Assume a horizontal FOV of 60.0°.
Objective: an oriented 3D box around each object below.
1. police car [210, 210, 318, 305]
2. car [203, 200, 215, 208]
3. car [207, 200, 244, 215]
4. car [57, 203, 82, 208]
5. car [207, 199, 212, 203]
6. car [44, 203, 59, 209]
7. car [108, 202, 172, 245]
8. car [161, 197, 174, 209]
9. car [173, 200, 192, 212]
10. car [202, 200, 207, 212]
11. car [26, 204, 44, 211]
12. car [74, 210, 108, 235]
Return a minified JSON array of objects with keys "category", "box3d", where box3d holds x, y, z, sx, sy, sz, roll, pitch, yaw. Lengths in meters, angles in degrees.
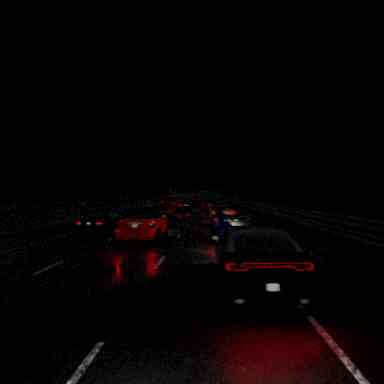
[{"category":"police car","box3d":[1.547,1.491,8.425,1.930,1.638,5.238,-1,-1,3]},{"category":"car","box3d":[3.125,2.152,61.283,2.033,1.411,5.357,-1,-1,3]},{"category":"car","box3d":[2.035,1.517,18.274,2.097,1.767,4.553,-1,-1,3]},{"category":"car","box3d":[-15.370,2.329,43.456,1.895,1.301,4.718,-1,-1,3]},{"category":"car","box3d":[2.333,1.577,24.267,2.097,1.767,4.553,-1,-1,3]},{"category":"car","box3d":[-18.667,2.330,47.469,1.837,1.490,4.892,-1,0,3]},{"category":"car","box3d":[-2.476,1.580,17.123,2.097,1.767,4.553,-1,-1,3]},{"category":"car","box3d":[-4.020,1.895,56.630,2.150,2.045,5.566,-1,-1,3]},{"category":"car","box3d":[-0.986,2.017,47.070,2.128,1.511,4.902,-1,-1,3]},{"category":"car","box3d":[2.403,1.807,45.963,2.097,1.767,4.553,-1,-1,3]},{"category":"car","box3d":[-22.134,2.455,48.089,1.994,1.385,4.181,-1,-1,3]},{"category":"car","box3d":[-5.759,1.878,21.429,2.033,1.411,5.357,-1,-1,3]}]
